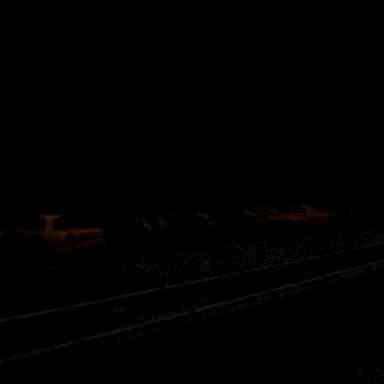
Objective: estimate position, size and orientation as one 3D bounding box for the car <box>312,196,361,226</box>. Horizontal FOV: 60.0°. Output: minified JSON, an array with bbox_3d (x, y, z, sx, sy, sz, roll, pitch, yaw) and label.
[{"bbox_3d":[8.885,1.344,23.074,4.553,1.767,2.185,-1,0,32],"label":"car"}]

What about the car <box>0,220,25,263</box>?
[{"bbox_3d":[-7.740,1.380,10.668,4.553,1.767,2.185,-1,-1,35],"label":"car"}]

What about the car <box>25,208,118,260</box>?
[{"bbox_3d":[-5.472,1.500,12.483,5.366,1.575,1.946,-1,0,34],"label":"car"}]

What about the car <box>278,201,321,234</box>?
[{"bbox_3d":[4.333,1.474,19.372,5.366,1.575,1.946,-1,-1,33],"label":"car"}]

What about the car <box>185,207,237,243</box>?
[{"bbox_3d":[-0.547,1.530,15.892,4.674,1.452,2.002,-1,-1,34],"label":"car"}]

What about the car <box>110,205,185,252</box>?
[{"bbox_3d":[-2.904,1.369,14.114,4.553,1.767,2.185,-1,0,34],"label":"car"}]

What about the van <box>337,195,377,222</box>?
[{"bbox_3d":[11.281,1.237,24.869,4.442,1.987,1.878,-1,-1,32],"label":"van"}]

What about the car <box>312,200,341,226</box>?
[{"bbox_3d":[6.366,1.475,21.372,5.366,1.575,1.946,-1,0,33],"label":"car"}]

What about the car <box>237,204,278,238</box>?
[{"bbox_3d":[1.820,1.525,17.672,4.674,1.452,2.002,-1,0,33],"label":"car"}]
